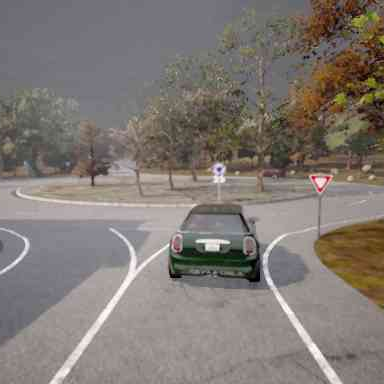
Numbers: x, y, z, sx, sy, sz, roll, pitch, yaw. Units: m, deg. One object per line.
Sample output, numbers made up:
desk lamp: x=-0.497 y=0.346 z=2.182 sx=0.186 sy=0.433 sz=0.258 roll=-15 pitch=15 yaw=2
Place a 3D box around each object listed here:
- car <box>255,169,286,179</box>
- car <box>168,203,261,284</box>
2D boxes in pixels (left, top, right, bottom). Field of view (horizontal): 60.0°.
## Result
car: x=12.383 y=-2.914 z=52.717 sx=1.882 sy=1.535 sz=5.008 roll=-5 pitch=7 yaw=-44
car: x=0.774 y=1.073 z=9.231 sx=2.097 sy=1.767 sz=4.553 roll=1 pitch=4 yaw=9
